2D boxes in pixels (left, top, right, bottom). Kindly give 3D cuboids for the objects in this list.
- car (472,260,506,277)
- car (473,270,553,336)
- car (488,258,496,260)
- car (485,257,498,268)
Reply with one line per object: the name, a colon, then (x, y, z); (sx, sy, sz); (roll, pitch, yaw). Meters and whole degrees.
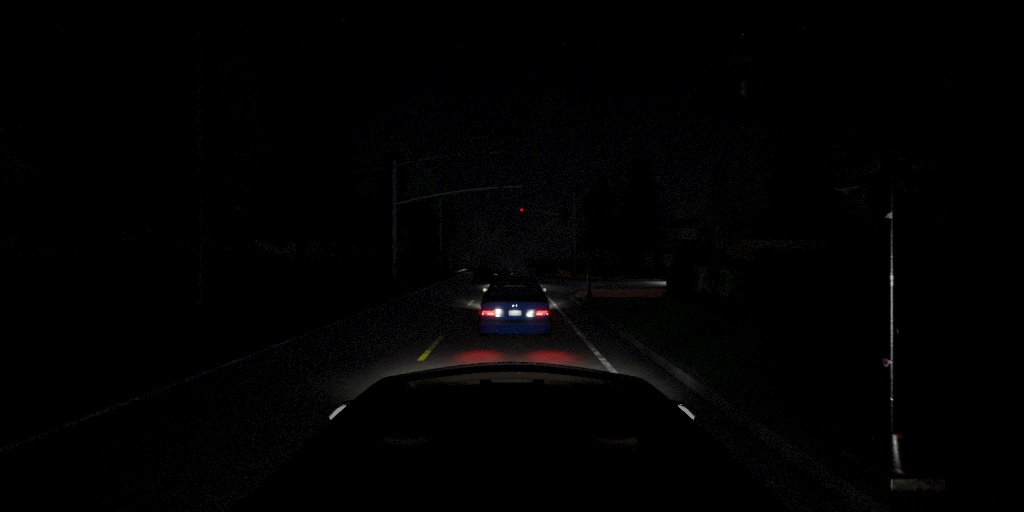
car: (-1.632, 1.298, 28.690); (1.812, 1.442, 4.674); (0, 1, -31)
car: (0.075, 1.297, 10.393); (2.033, 1.411, 5.357); (0, 0, 0)
car: (-3.620, 1.298, 48.374); (2.033, 1.411, 5.357); (0, 0, 0)
car: (-3.593, 1.101, 63.847); (2.097, 1.767, 4.553); (0, 0, 0)
